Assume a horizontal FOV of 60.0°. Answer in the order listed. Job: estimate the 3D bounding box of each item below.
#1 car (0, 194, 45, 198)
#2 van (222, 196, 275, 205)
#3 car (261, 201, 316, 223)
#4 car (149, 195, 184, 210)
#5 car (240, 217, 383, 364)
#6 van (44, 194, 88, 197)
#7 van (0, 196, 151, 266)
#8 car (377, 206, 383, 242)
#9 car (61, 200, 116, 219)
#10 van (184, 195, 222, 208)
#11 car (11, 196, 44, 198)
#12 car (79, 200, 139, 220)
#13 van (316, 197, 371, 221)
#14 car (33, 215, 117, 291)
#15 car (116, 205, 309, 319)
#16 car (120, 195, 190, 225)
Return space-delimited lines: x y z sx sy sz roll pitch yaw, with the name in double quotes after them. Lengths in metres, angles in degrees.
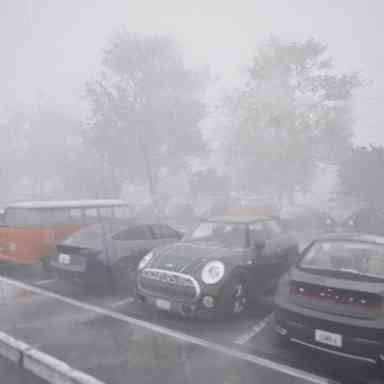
-18.592 1.297 37.635 2.435 2.045 5.566 0 0 36 "car"
4.064 1.258 21.477 1.878 1.987 4.442 0 0 36 "van"
6.246 1.478 19.767 2.097 1.535 5.008 0 0 36 "car"
-0.514 1.246 24.600 2.435 2.045 5.566 0 0 36 "car"
3.040 1.480 5.940 2.231 1.521 4.892 0 0 36 "car"
-11.766 1.303 32.893 1.878 1.987 4.442 0 0 36 "van"
-3.645 1.263 10.911 1.878 1.987 4.442 0 0 36 "van"
10.752 1.504 16.547 2.163 1.488 4.792 0 0 36 "car"
-9.585 1.563 31.179 2.002 1.452 4.674 0 0 36 "car"
1.681 1.265 22.909 1.878 1.987 4.442 0 0 36 "van"
-16.230 1.541 35.961 2.097 1.535 5.008 0 0 36 "car"
-7.242 1.516 29.480 2.097 1.535 5.008 0 0 36 "car"
8.439 1.249 18.046 1.878 1.987 4.442 0 0 35 "van"
-1.443 1.512 9.216 2.163 1.488 4.792 0 0 36 "car"
0.807 1.353 7.595 2.185 1.767 4.553 0 0 36 "car"
-2.761 1.252 26.221 2.435 2.045 5.566 0 0 36 "car"
